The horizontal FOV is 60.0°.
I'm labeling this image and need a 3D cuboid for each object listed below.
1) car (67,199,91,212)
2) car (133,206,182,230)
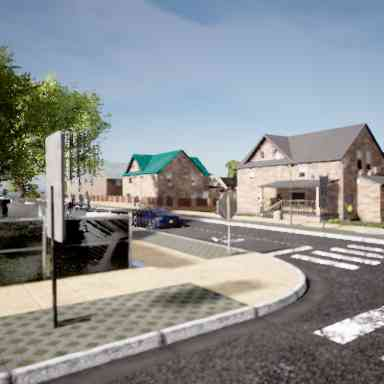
[{"bbox_3d":[-13.236,1.605,38.804,2.128,1.511,4.902,-1,1,-33],"label":"car"},{"bbox_3d":[-2.433,1.689,22.589,1.994,1.385,4.181,-1,1,-34],"label":"car"}]
